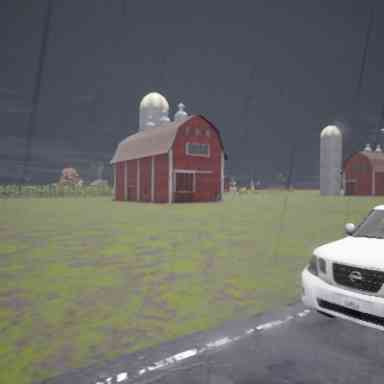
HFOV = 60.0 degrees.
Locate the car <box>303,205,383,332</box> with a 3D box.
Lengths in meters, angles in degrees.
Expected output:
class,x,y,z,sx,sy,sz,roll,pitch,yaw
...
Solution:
class,x,y,z,sx,sy,sz,roll,pitch,yaw
car,4.484,1.196,6.264,5.566,2.045,2.150,0,0,-36
